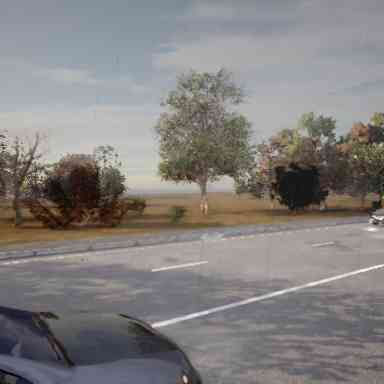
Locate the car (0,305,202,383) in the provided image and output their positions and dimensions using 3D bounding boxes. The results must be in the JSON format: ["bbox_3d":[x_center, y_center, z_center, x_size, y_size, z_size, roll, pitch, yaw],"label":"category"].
[{"bbox_3d":[-1.922,1.563,2.375,4.181,1.385,1.994,0,0,-36],"label":"car"}]

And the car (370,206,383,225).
[{"bbox_3d":[13.999,1.501,22.582,4.892,1.490,1.837,0,0,-35],"label":"car"}]
